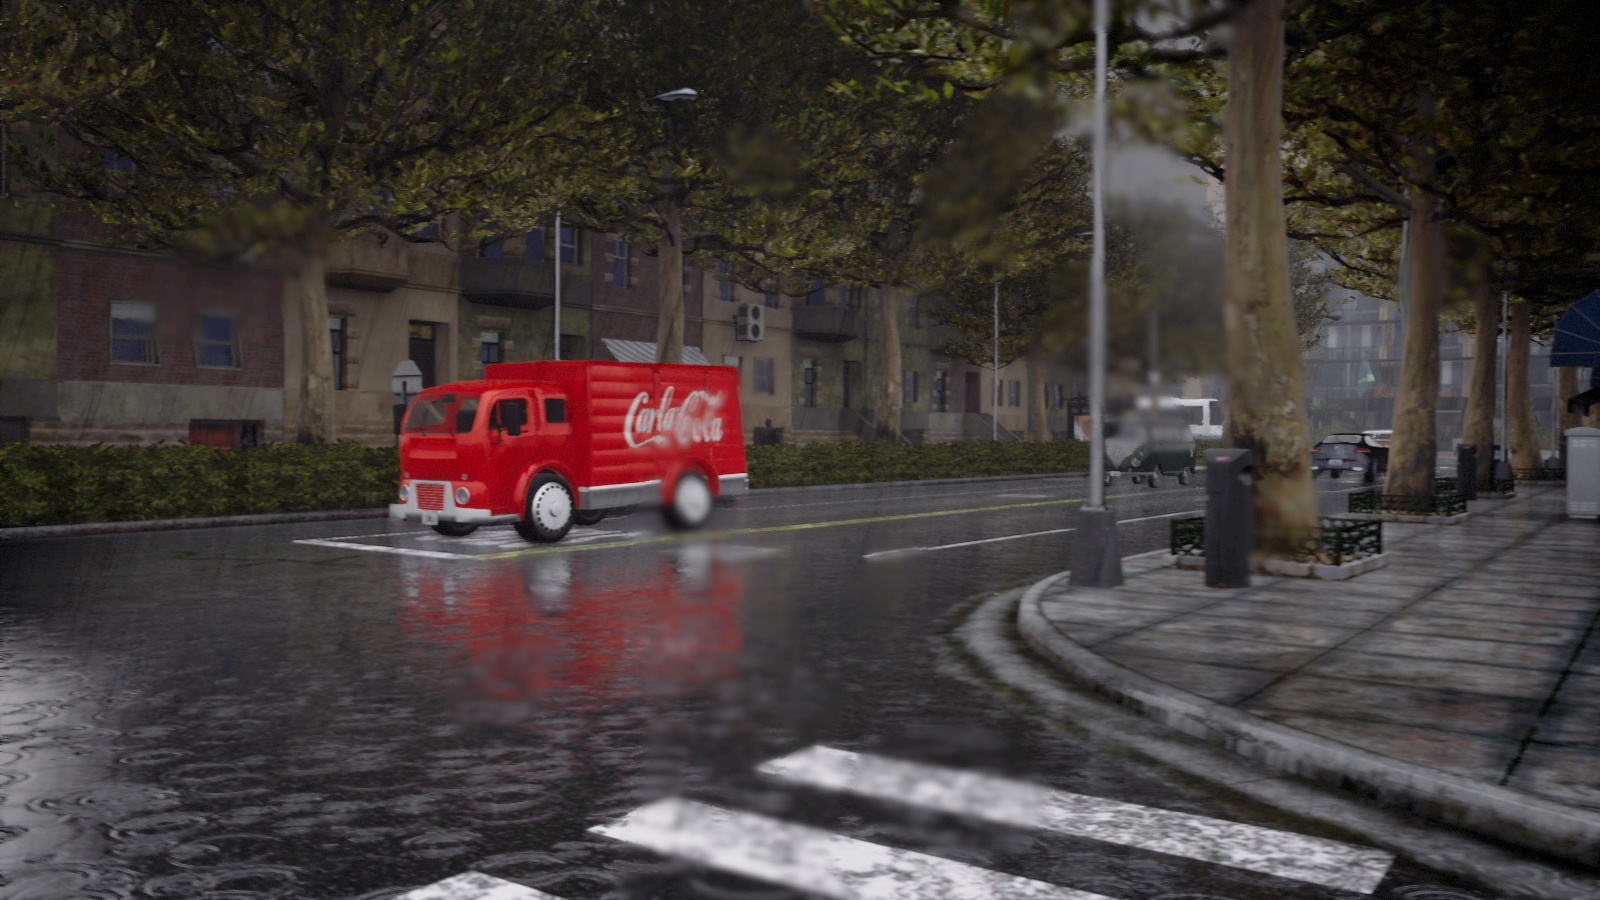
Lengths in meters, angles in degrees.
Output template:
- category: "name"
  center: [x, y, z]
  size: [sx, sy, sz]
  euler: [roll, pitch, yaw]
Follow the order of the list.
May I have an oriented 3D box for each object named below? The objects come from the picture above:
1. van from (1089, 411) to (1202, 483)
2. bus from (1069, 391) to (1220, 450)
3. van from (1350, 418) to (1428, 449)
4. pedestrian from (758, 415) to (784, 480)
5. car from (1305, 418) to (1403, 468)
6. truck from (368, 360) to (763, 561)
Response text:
- category: "van"
  center: [10.229, -0.111, 36.997]
  size: [1.775, 1.987, 4.442]
  euler: [0, 1, 36]
- category: "bus"
  center: [25.928, -2.166, 94.760]
  size: [10.273, 4.253, 3.944]
  euler: [0, 1, 35]
- category: "van"
  center: [39.831, -1.084, 84.901]
  size: [4.480, 2.038, 2.069]
  euler: [0, 1, 35]
- category: "pedestrian"
  center: [-0.826, -0.078, 36.071]
  size: [0.376, 1.854, 0.720]
  euler: [0, 1, 35]
- category: "car"
  center: [19.333, -0.270, 43.689]
  size: [2.152, 1.651, 5.027]
  euler: [0, 1, 36]
- category: "truck"
  center: [-3.190, 0.013, 18.280]
  size: [2.627, 2.467, 5.204]
  euler: [0, 3, 36]
